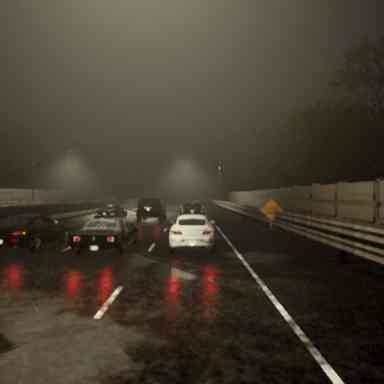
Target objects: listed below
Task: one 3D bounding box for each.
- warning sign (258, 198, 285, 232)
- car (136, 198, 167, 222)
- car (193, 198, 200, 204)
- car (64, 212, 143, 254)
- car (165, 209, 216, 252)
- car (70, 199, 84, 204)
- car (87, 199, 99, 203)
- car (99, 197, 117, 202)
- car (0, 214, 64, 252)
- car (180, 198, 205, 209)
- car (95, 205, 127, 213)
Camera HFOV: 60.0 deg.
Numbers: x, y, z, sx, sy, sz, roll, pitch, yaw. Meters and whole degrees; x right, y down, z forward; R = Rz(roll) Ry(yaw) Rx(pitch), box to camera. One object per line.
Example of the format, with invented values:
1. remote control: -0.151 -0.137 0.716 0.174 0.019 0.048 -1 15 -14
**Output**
1. warning sign: 4.564 1.302 19.134 1.300 1.860 1.060 0 -1 0
2. car: -3.476 1.507 29.042 2.150 2.045 5.566 0 0 0
3. car: 1.296 2.438 89.319 1.801 1.575 5.366 0 -1 0
4. car: -3.488 1.738 14.118 1.895 1.301 4.718 0 -1 0
5. car: 0.015 1.666 14.383 1.812 1.442 4.674 0 0 0
6. car: -24.444 2.257 71.035 1.837 1.490 4.892 0 -1 0
7. car: -20.944 2.281 71.032 1.812 1.442 4.674 0 -1 0
8. car: -17.444 1.982 71.003 2.150 2.045 5.566 0 -1 0
9. car: -6.985 1.665 14.391 1.812 1.442 4.674 0 0 0
10. car: 0.025 1.641 29.082 2.097 1.767 4.553 0 -1 0
11. car: -6.976 1.837 29.002 2.033 1.411 5.357 0 -1 0
